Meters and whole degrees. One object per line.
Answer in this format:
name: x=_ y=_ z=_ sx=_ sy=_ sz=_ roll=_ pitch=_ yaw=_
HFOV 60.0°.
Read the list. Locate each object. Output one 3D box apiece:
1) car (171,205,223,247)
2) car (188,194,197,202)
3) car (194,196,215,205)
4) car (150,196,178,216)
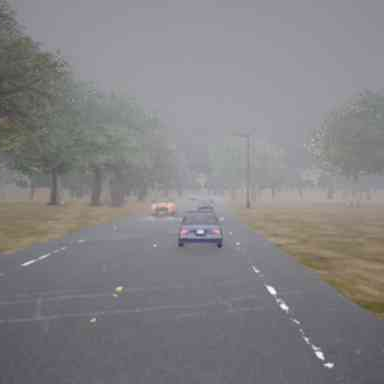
car: x=0.374 y=1.536 z=14.953 sx=2.033 sy=1.411 sz=5.357 roll=0 pitch=0 yaw=1
car: x=0.301 y=1.177 z=72.194 sx=2.097 sy=1.767 sz=4.553 roll=0 pitch=0 yaw=4
car: x=1.708 y=1.485 z=39.655 sx=2.033 sy=1.411 sz=5.357 roll=0 pitch=1 yaw=4
car: x=-2.565 y=1.286 z=31.236 sx=2.097 sy=1.767 sz=4.553 roll=-2 pitch=-1 yaw=4
